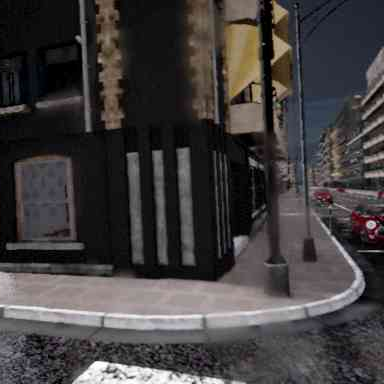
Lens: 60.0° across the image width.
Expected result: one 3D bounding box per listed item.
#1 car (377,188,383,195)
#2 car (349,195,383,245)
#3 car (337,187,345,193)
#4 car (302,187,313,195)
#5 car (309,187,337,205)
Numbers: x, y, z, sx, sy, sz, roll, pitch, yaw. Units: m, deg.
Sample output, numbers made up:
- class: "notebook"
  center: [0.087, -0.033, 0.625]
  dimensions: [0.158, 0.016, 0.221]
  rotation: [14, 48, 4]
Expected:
- class: "car"
  center: [25.368, 0.134, 43.096]
  dimensions: [1.967, 1.590, 4.097]
  rotation: [-3, 0, 17]
- class: "car"
  center: [7.509, 1.099, 13.186]
  dimensions: [1.967, 1.590, 4.097]
  rotation: [-3, 0, 17]
- class: "car"
  center: [38.513, -0.545, 86.243]
  dimensions: [1.887, 1.381, 4.507]
  rotation: [-3, 0, 17]
- class: "car"
  center: [28.853, -0.296, 83.300]
  dimensions: [2.192, 1.841, 5.009]
  rotation: [-3, 0, 17]
- class: "car"
  center: [15.714, 0.487, 40.152]
  dimensions: [2.192, 1.841, 5.009]
  rotation: [-3, 0, 17]
